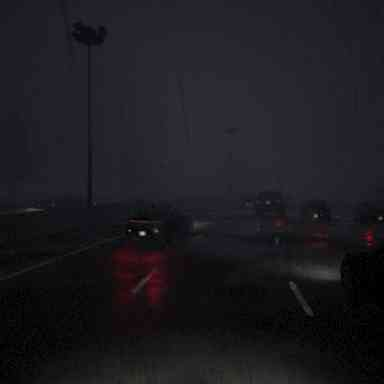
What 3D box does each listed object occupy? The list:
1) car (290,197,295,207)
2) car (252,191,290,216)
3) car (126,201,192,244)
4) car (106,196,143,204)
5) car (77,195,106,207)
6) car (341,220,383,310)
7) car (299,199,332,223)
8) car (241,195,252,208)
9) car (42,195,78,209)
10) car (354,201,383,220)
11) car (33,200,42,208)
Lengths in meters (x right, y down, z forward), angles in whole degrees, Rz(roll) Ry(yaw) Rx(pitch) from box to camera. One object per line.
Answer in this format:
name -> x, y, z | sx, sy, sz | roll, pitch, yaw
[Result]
car -> 11.545, 1.131, 41.146 | 1.994, 1.385, 4.181 | 0, 1, 21
car -> 6.946, 0.915, 28.851 | 2.150, 2.045, 5.566 | 0, 1, 20
car -> -1.311, 1.320, 14.907 | 2.128, 1.511, 4.902 | 0, 1, 13
car -> -6.300, 1.208, 33.807 | 1.895, 1.301, 4.718 | 0, 1, 21
car -> -9.538, 1.110, 35.138 | 1.812, 1.442, 4.674 | 0, 0, 21
car -> 4.065, 1.473, 5.471 | 1.812, 1.442, 4.674 | 0, 1, 5
car -> 8.753, 1.261, 23.603 | 1.837, 1.490, 4.892 | 0, 1, 20
car -> 7.020, 1.085, 39.047 | 1.837, 1.490, 4.892 | 0, 1, 21
car -> -13.077, 1.063, 35.696 | 2.128, 1.511, 4.902 | 0, 1, 21
car -> 11.693, 1.313, 21.445 | 1.812, 1.442, 4.674 | 0, 0, 19
car -> -15.702, 1.079, 38.600 | 2.033, 1.411, 5.357 | 0, 1, 21
